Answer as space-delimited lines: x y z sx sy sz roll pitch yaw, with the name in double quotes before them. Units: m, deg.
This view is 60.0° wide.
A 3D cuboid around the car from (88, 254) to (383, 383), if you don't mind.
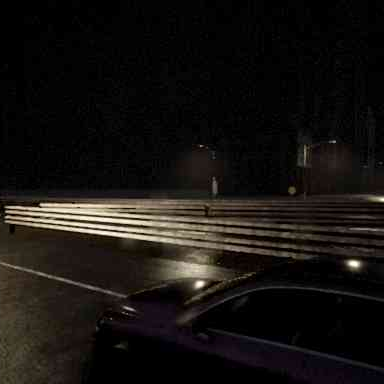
"car" 1.124 1.427 3.067 4.856 1.649 2.033 0 0 35
